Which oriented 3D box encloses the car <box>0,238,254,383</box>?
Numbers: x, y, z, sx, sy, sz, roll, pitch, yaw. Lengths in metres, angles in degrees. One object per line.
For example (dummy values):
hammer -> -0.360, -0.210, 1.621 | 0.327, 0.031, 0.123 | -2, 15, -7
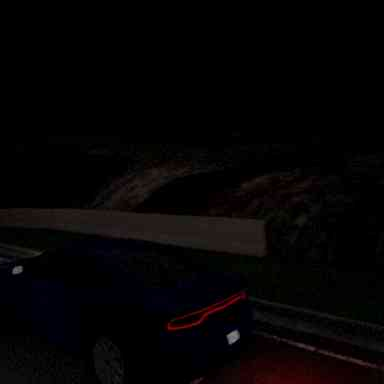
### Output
car -> -1.492, 1.481, 5.270 | 5.008, 1.535, 1.882 | 0, 0, 37
